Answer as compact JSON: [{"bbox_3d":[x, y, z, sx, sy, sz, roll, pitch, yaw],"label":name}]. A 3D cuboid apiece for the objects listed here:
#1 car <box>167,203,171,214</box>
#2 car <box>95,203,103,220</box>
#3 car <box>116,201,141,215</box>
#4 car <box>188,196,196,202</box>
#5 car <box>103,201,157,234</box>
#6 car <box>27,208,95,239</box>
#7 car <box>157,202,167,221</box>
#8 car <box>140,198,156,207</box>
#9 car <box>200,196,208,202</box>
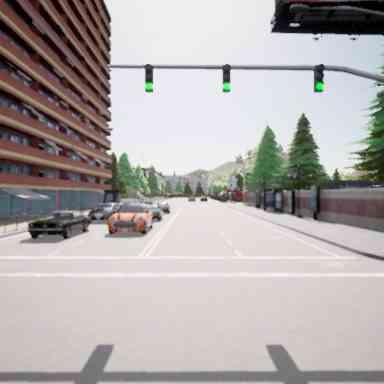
[{"bbox_3d":[-3.568,1.813,39.122,1.994,1.385,4.181,0,0,0],"label":"car"},{"bbox_3d":[-7.092,1.667,27.611,2.128,1.511,4.902,0,0,0],"label":"car"},{"bbox_3d":[-7.072,1.803,37.674,1.994,1.385,4.181,0,0,0],"label":"car"},{"bbox_3d":[0.017,1.950,94.905,2.097,1.767,4.553,0,0,0],"label":"car"},{"bbox_3d":[-3.595,1.481,20.138,2.097,1.767,4.553,0,0,0],"label":"car"},{"bbox_3d":[-7.096,1.718,18.286,1.895,1.301,4.718,0,0,0],"label":"car"},{"bbox_3d":[-3.590,1.749,29.079,1.994,1.385,4.181,0,0,0],"label":"car"},{"bbox_3d":[-6.990,1.607,52.971,1.994,1.385,4.181,0,0,0],"label":"car"},{"bbox_3d":[3.517,2.095,94.933,1.837,1.490,4.892,0,0,0],"label":"car"}]
